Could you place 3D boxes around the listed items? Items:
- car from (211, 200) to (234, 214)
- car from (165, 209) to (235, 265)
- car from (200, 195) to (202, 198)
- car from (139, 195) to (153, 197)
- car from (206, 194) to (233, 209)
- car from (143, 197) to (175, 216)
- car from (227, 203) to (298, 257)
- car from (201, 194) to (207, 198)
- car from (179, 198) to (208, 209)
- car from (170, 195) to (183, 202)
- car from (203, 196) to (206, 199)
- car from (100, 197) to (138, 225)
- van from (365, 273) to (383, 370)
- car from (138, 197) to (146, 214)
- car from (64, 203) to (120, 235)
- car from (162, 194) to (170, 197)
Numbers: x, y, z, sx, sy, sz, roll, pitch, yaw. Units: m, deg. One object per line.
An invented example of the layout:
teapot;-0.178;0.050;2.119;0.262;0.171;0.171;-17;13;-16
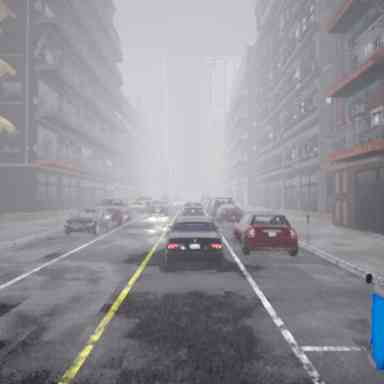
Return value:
car;2.698;1.550;24.184;1.887;1.381;4.507;1;0;0
car;0.085;1.551;11.727;2.033;1.411;5.357;0;0;0
car;2.690;1.318;68.507;2.192;1.841;5.009;1;0;0
car;-5.683;1.319;40.750;2.192;1.841;5.009;1;0;0
car;2.700;1.320;29.724;2.192;1.841;5.009;1;0;0
car;-3.106;1.496;32.393;2.128;1.511;4.902;0;0;0
car;2.702;1.444;13.102;1.967;1.590;4.097;1;0;0
car;2.985;1.460;55.375;1.801;1.575;5.366;0;0;0
car;0.086;1.552;29.158;2.033;1.411;5.357;0;0;0
car;-3.020;1.473;73.917;2.128;1.511;4.902;0;0;0
car;2.693;1.556;40.805;2.008;1.369;4.403;1;0;0
car;-5.678;1.319;24.128;2.192;1.841;5.009;1;0;0
van;2.707;1.342;2.020;1.690;1.788;3.998;1;0;0
car;-5.686;1.530;35.040;1.752;1.417;4.829;1;0;0
car;-5.682;1.555;18.588;2.008;1.369;4.403;1;0;0
car;-5.692;1.316;73.993;2.192;1.841;5.009;1;0;0
